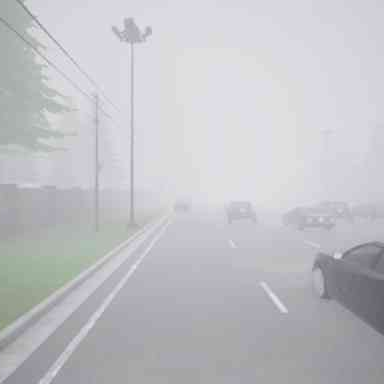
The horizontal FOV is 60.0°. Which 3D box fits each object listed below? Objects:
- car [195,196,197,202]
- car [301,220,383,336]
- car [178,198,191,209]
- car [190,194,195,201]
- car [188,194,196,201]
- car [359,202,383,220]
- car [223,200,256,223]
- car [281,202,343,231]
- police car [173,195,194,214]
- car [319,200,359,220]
[{"bbox_3d":[0.056,1.460,72.518,1.812,1.442,4.674,0,0,0],"label":"car"},{"bbox_3d":[3.600,1.487,5.419,1.882,1.535,5.008,0,0,0],"label":"car"},{"bbox_3d":[-1.015,1.604,46.836,1.812,1.442,4.674,0,0,0],"label":"car"},{"bbox_3d":[-1.011,1.439,52.807,2.097,1.767,4.553,0,0,0],"label":"car"},{"bbox_3d":[0.066,1.314,86.949,2.097,1.767,4.553,0,0,0],"label":"car"},{"bbox_3d":[14.119,1.535,26.198,2.128,1.511,4.902,0,0,0],"label":"car"},{"bbox_3d":[3.618,1.395,25.923,2.097,1.767,4.553,0,0,0],"label":"car"},{"bbox_3d":[7.114,1.582,20.853,2.033,1.411,5.357,0,0,0],"label":"car"},{"bbox_3d":[-1.022,1.487,36.946,1.930,1.638,5.238,0,0,0],"label":"police car"},{"bbox_3d":[10.618,1.395,25.916,2.097,1.767,4.553,0,0,0],"label":"car"}]
